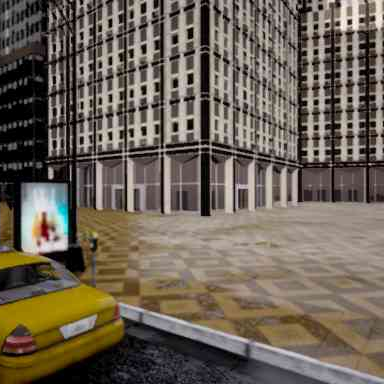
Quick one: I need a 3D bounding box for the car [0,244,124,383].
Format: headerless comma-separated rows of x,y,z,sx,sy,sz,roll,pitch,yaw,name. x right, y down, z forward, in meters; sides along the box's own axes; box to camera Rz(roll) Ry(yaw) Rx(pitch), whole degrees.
-3.170,1.492,5.144,4.829,1.417,1.752,0,0,36,car
